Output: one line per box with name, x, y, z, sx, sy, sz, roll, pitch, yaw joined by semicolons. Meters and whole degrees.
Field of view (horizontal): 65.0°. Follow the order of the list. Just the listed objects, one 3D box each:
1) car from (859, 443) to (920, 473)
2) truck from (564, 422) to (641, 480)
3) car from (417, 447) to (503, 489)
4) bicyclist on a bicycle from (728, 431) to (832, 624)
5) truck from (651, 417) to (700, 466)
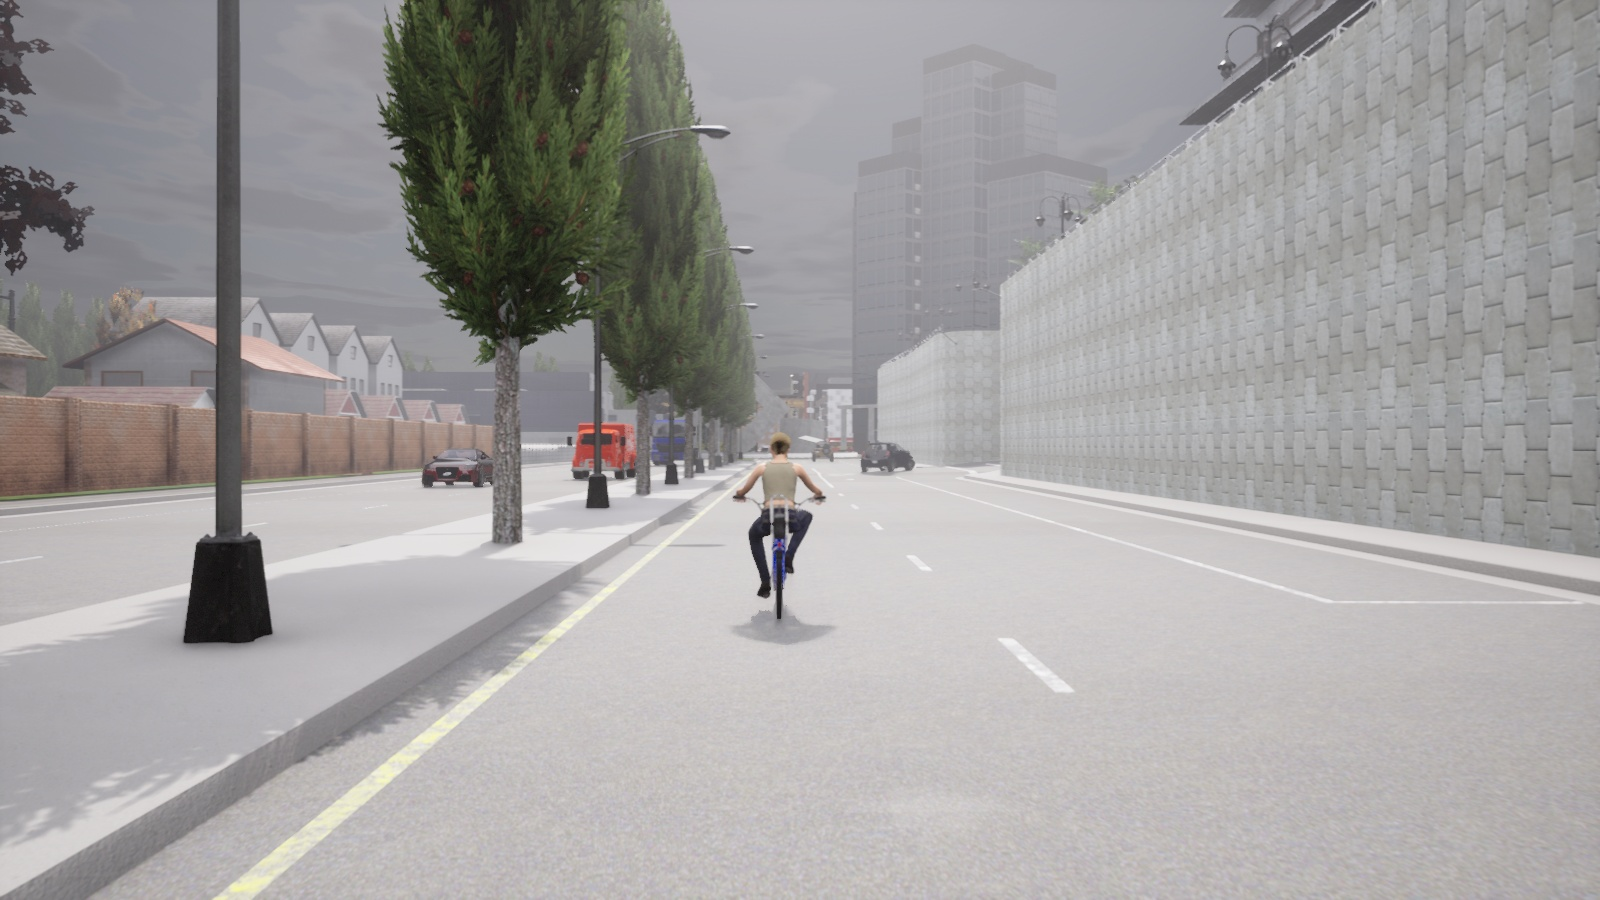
car;4.614;0.390;64.364;1.845;1.501;3.633;-1;0;27
truck;-8.693;0.027;55.788;2.627;2.467;5.204;0;0;-1
car;-12.071;0.609;44.846;1.994;1.385;4.181;0;0;-1
bicyclist on a bicycle;-0.177;0.645;11.267;0.866;1.612;1.509;0;0;-1
truck;-9.120;-0.611;92.988;2.891;3.462;7.936;0;0;-1
